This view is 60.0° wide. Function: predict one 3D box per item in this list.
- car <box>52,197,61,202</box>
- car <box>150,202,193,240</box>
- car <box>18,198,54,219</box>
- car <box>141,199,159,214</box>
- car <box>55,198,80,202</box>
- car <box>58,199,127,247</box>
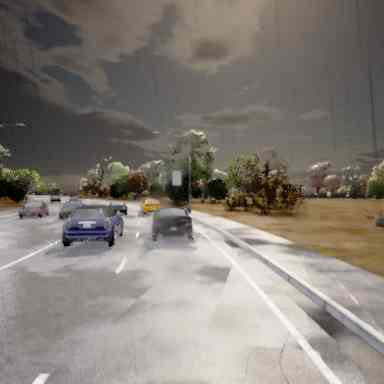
[{"bbox_3d":[-28.034,1.614,68.431,1.895,1.301,4.718,0,0,-26],"label":"car"},{"bbox_3d":[-1.083,1.489,17.234,1.882,1.535,5.008,0,0,-6],"label":"car"},{"bbox_3d":[-14.050,1.563,29.829,1.812,1.442,4.674,0,0,-13],"label":"car"},{"bbox_3d":[-4.364,1.506,35.315,1.882,1.535,5.008,0,0,-14],"label":"car"},{"bbox_3d":[-10.244,1.537,28.754,1.837,1.490,4.892,0,0,-12],"label":"car"},{"bbox_3d":[-4.412,1.369,15.427,2.097,1.767,4.553,0,0,-6],"label":"car"}]
